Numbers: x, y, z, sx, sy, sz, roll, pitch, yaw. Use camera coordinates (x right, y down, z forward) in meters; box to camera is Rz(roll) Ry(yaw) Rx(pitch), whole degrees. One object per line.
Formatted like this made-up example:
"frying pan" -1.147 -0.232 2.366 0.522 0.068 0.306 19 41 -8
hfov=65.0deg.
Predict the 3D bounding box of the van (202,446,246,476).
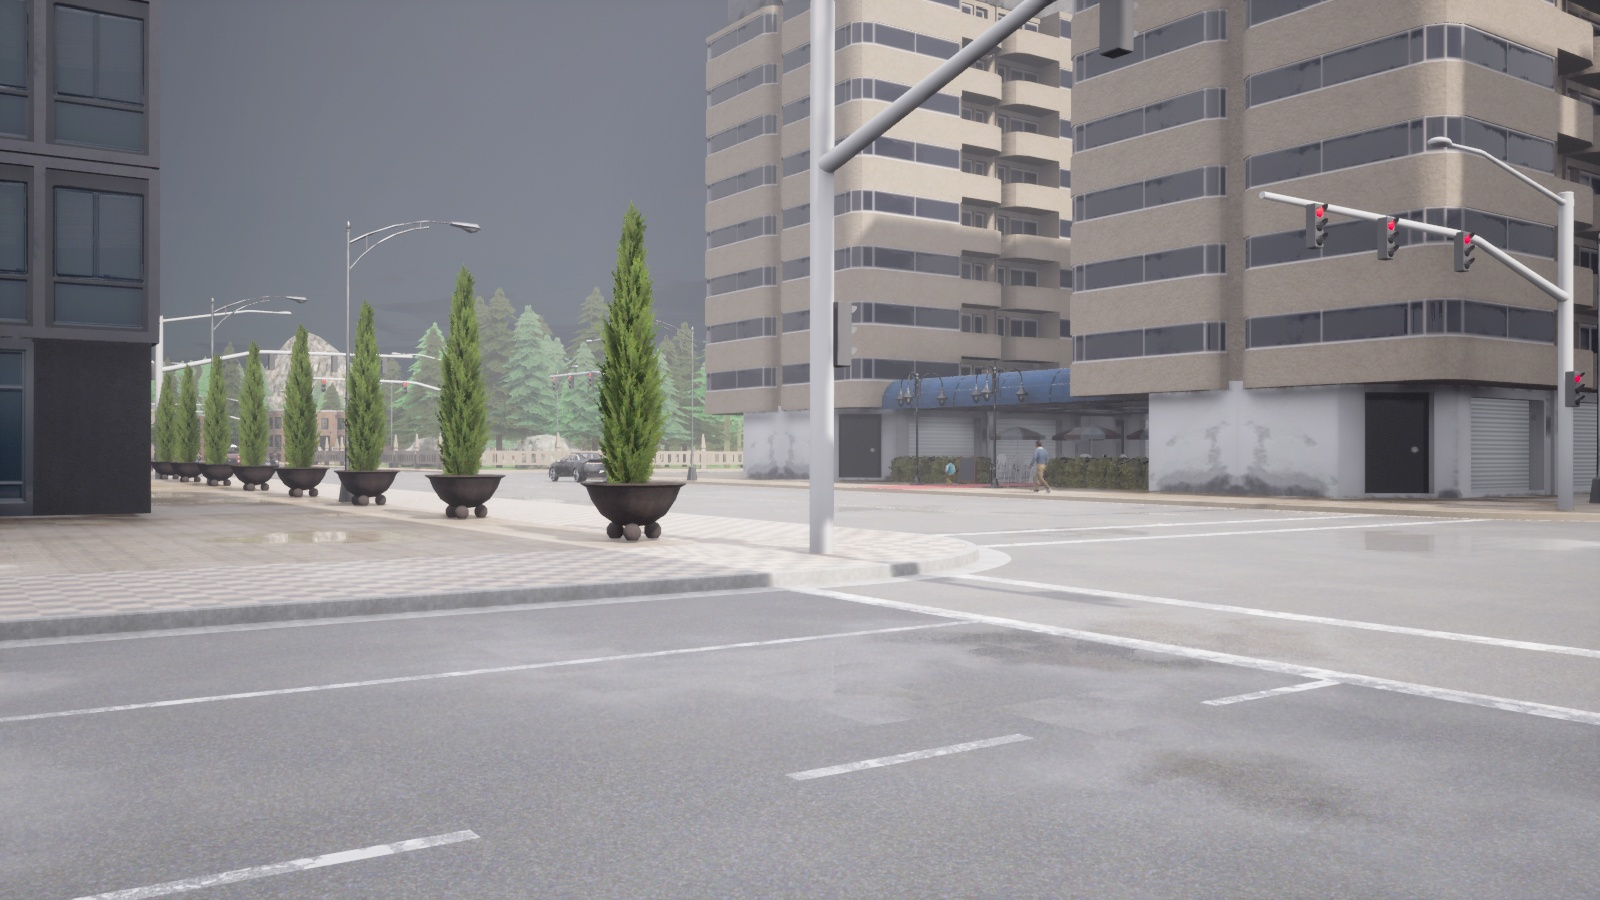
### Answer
"van" -40.311 0.765 87.844 2.069 2.038 4.480 0 0 -34

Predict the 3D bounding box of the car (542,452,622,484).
"car" -11.100 0.880 63.618 2.128 1.511 4.902 0 0 -34

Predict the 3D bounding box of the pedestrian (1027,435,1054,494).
"pedestrian" 8.027 0.489 41.940 0.423 1.949 0.788 0 0 -36

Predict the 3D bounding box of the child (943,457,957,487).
"child" 5.887 0.857 49.285 0.343 1.192 0.448 0 0 -33
